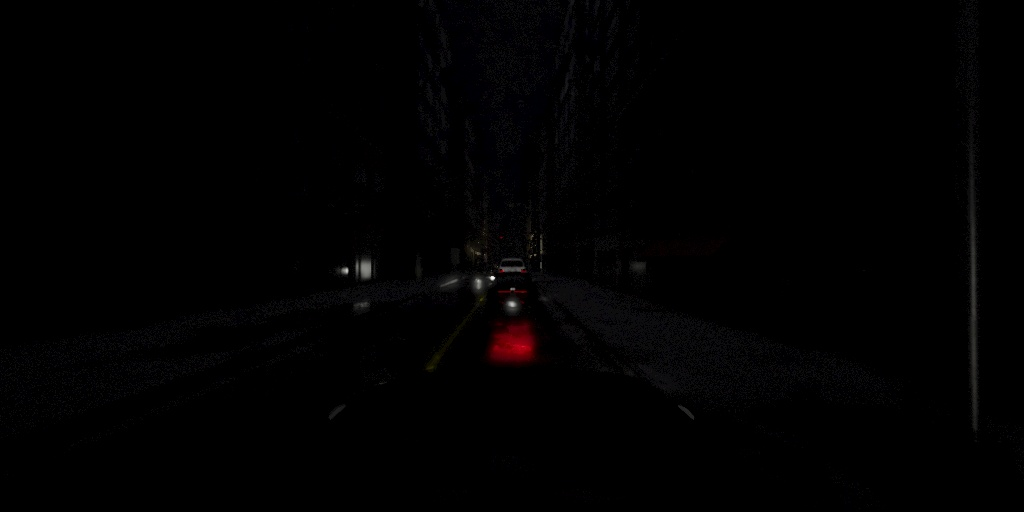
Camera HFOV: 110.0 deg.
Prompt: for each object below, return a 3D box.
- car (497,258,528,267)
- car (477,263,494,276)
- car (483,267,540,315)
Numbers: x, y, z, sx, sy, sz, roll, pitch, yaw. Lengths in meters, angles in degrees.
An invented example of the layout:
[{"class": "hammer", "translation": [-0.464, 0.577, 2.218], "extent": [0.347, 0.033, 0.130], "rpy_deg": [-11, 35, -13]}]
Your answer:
[{"class": "car", "translation": [0.032, 1.212, 28.167], "extent": [2.150, 2.045, 5.566], "rpy_deg": [0, 0, 0]}, {"class": "car", "translation": [-3.041, 1.642, 43.010], "extent": [1.837, 1.490, 4.892], "rpy_deg": [0, -1, 1]}, {"class": "car", "translation": [0.044, 1.366, 14.291], "extent": [1.837, 1.490, 4.892], "rpy_deg": [0, 0, 1]}]
